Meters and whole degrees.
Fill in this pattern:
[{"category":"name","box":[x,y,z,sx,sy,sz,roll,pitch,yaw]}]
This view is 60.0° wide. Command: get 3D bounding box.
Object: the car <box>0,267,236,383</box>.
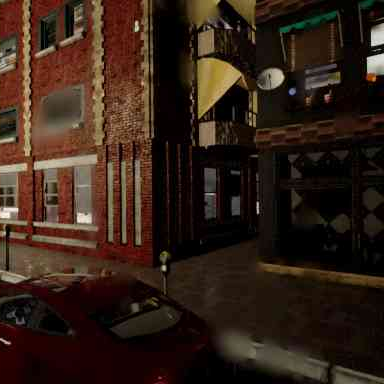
[{"category":"car","box":[-1.515,1.583,3.934,4.206,1.307,1.802,0,-1,36]}]
